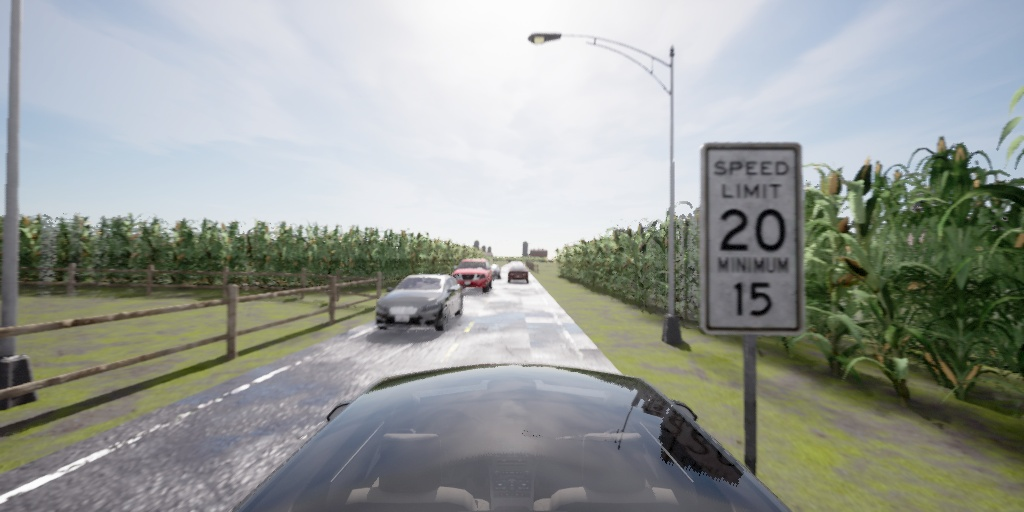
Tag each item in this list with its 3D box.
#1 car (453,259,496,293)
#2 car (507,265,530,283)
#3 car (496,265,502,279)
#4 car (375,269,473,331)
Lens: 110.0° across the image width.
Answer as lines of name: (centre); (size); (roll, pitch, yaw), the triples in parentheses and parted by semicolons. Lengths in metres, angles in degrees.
car: (-2.489, 1.214, 23.514); (2.150, 2.045, 5.566); (0, 0, 1)
car: (0.580, 1.602, 32.987); (1.882, 1.535, 5.008); (0, 0, 2)
car: (-2.124, 1.686, 38.834); (2.128, 1.511, 4.902); (0, -1, 1)
car: (-2.718, 1.342, 11.484); (2.128, 1.511, 4.902); (0, -1, 1)
